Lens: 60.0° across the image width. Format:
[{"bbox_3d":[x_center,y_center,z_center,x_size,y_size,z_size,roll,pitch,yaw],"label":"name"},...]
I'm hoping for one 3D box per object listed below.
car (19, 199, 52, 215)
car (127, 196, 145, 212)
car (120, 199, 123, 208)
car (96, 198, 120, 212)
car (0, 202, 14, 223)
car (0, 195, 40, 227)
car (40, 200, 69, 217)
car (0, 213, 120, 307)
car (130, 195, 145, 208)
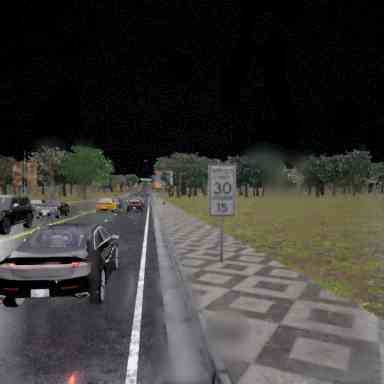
[{"bbox_3d":[-16.047,1.514,34.384,1.812,1.442,4.674,0,0,-9],"label":"car"},{"bbox_3d":[-6.893,1.561,40.524,1.837,1.490,4.892,0,0,-7],"label":"car"},{"bbox_3d":[-11.315,1.597,49.166,2.033,1.411,5.357,0,0,-7],"label":"car"},{"bbox_3d":[-9.984,1.512,38.981,1.882,1.535,5.008,0,0,-7],"label":"car"},{"bbox_3d":[-14.824,1.499,24.164,1.812,1.442,4.674,0,0,-7],"label":"car"},{"bbox_3d":[-10.903,1.206,18.995,2.150,2.045,5.566,0,0,-7],"label":"car"},{"bbox_3d":[-12.187,1.492,29.296,2.128,1.511,4.902,0,0,-7],"label":"car"},{"bbox_3d":[-2.872,1.499,8.032,2.128,1.511,4.902,0,0,-7],"label":"car"},{"bbox_3d":[-8.164,1.423,50.334,2.097,1.767,4.553,0,0,-7],"label":"car"}]
